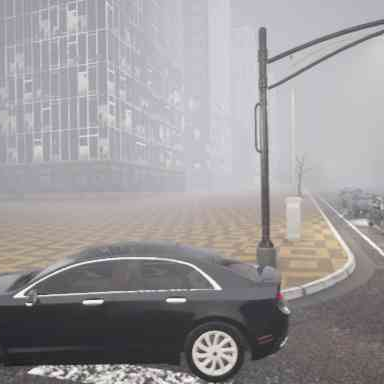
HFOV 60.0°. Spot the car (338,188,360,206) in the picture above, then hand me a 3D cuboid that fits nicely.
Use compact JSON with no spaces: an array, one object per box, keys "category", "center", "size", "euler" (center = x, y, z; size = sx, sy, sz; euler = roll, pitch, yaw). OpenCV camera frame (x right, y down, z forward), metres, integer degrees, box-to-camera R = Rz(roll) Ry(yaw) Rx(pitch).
[{"category":"car","center":[12.935,0.447,26.829],"size":[2.128,1.511,4.902],"euler":[-1,2,18]}]

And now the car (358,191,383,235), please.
[{"category":"car","center":[8.934,0.923,14.457],"size":[2.128,1.511,4.902],"euler":[-1,2,18]}]

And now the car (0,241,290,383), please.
[{"category":"car","center":[-1.123,1.506,4.787],"size":[4.892,1.490,1.837],"euler":[0,0,0]}]

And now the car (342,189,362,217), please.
[{"category":"car","center":[10.962,0.753,20.758],"size":[1.994,1.385,4.181],"euler":[-1,2,17]}]
